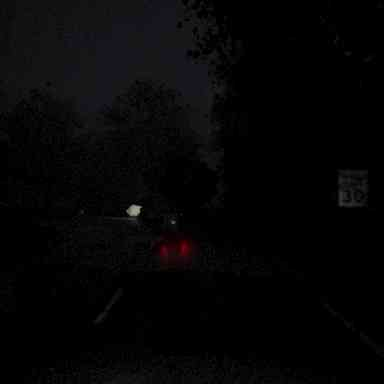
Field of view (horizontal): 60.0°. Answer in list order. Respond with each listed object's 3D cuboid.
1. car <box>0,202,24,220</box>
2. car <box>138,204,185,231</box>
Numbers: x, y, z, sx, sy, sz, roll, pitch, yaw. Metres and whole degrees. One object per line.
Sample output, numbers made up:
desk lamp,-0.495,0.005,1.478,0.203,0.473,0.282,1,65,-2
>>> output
car,-17.147,1.592,28.476,5.008,1.535,1.882,-1,-1,0
car,-1.984,1.514,20.794,2.128,1.511,4.902,1,-1,-23
